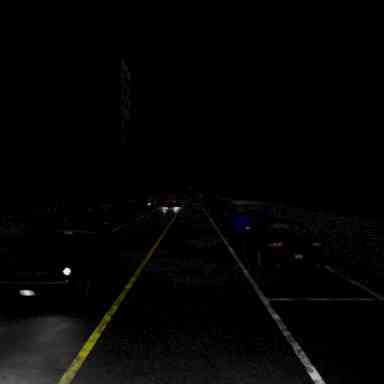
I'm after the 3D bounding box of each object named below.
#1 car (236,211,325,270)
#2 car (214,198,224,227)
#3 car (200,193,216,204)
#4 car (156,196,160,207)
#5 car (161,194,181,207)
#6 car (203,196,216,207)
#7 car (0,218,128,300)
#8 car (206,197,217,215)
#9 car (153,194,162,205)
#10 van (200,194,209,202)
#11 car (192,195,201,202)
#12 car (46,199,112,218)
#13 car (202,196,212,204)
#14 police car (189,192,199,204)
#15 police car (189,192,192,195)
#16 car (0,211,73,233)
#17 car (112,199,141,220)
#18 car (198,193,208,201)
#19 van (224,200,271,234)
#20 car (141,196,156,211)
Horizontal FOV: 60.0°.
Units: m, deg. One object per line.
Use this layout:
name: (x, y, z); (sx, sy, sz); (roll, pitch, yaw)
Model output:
car: (2.761, 1.524, 10.812); (1.887, 1.381, 4.507); (0, 0, 0)
car: (2.758, 1.400, 22.030); (1.967, 1.590, 4.097); (0, 0, 0)
car: (2.751, 1.236, 50.075); (2.192, 1.841, 5.009); (0, 0, 0)
car: (-5.773, 1.509, 44.451); (1.802, 1.307, 4.206); (0, 0, 0)
car: (-3.093, 1.400, 49.022); (1.882, 1.535, 5.008); (0, 0, 0)
car: (2.752, 1.510, 44.466); (1.802, 1.307, 4.206); (0, 0, 0)
car: (-3.103, 1.585, 8.466); (1.895, 1.301, 4.718); (0, 0, 0)
car: (2.755, 1.508, 33.248); (1.947, 1.339, 4.313); (0, 0, 0)
car: (-5.774, 1.446, 49.891); (1.752, 1.417, 4.829); (0, 0, 0)
van: (2.745, 1.238, 72.512); (1.690, 1.788, 3.998); (0, 0, 0)
car: (0.882, 1.424, 71.855); (1.812, 1.442, 4.674); (0, 0, 0)
car: (-5.765, 1.284, 16.404); (2.192, 1.841, 5.009); (0, 0, 0)
car: (2.748, 1.434, 61.464); (1.752, 1.417, 4.829); (0, 0, 0)
police car: (0.884, 1.334, 61.965); (1.930, 1.638, 5.238); (0, 0, 0)
police car: (0.881, 1.317, 77.965); (1.930, 1.638, 5.238); (0, 0, 0)
car: (-5.764, 1.530, 10.795); (2.008, 1.369, 4.403); (0, 0, 0)
car: (-5.768, 1.516, 27.623); (1.947, 1.339, 4.313); (0, 0, 0)
car: (2.742, 1.201, 83.730); (2.192, 1.841, 5.009); (0, 0, 0)
van: (2.760, 1.311, 16.421); (1.690, 1.788, 3.998); (0, 0, 0)
car: (-5.771, 1.485, 38.842); (2.008, 1.369, 4.403); (0, 0, 0)
